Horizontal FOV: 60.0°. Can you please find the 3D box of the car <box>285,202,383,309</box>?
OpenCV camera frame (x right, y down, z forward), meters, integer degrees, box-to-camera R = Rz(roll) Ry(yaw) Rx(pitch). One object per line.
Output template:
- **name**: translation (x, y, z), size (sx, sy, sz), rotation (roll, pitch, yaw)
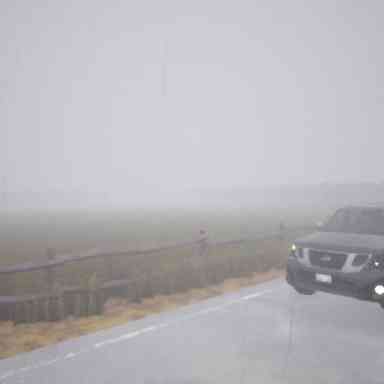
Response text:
- **car**: translation (4.572, 1.292, 8.115), size (5.566, 2.045, 2.150), rotation (0, -1, -41)
